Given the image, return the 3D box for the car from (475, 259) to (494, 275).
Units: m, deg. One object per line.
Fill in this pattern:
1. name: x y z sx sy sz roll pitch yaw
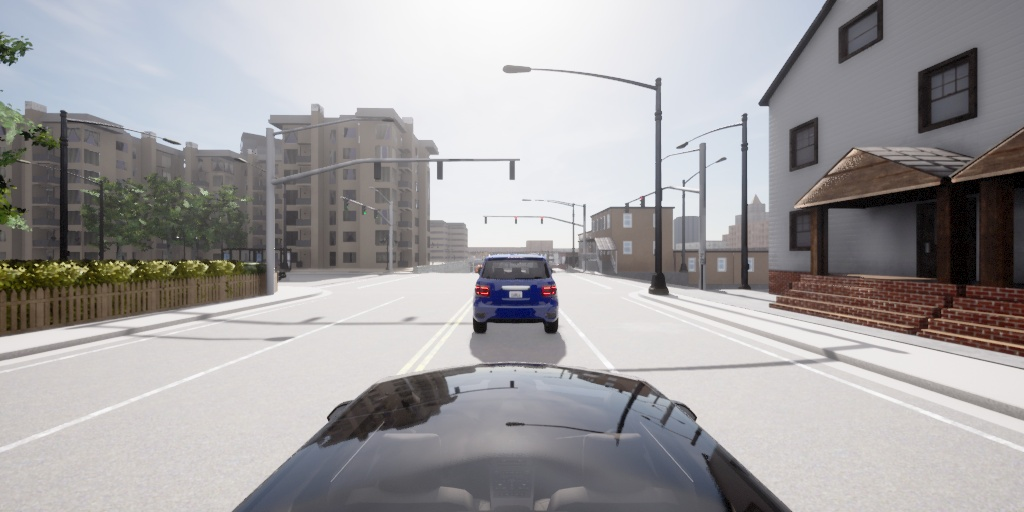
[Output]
1. car: -3.562 1.499 46.886 2.097 1.767 4.553 1 -5 0

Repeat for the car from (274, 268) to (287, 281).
1. car: -20.347 1.251 28.067 4.892 1.490 1.837 0 0 1

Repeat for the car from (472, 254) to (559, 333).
1. car: 0.100 0.970 10.866 2.150 2.045 5.566 0 0 0
